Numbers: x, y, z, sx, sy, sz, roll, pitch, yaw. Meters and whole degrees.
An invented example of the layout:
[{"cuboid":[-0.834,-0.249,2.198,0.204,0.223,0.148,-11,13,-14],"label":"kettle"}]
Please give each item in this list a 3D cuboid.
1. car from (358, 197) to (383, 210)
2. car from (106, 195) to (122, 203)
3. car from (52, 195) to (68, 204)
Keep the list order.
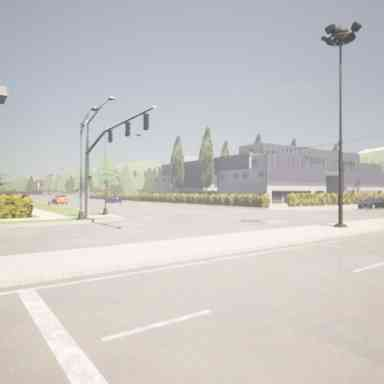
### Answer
[{"cuboid":[23.866,1.503,43.964,4.892,1.490,1.837,0,0,-34],"label":"car"},{"cuboid":[-16.095,1.354,67.945,2.097,1.767,4.553,0,0,-34],"label":"car"},{"cuboid":[-24.780,1.352,62.181,2.097,1.767,4.553,0,0,-34],"label":"car"}]
